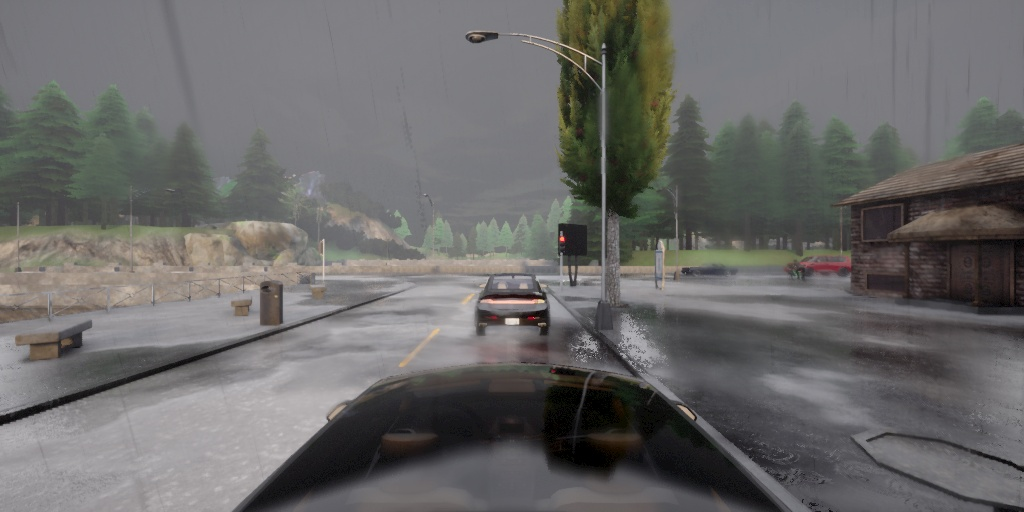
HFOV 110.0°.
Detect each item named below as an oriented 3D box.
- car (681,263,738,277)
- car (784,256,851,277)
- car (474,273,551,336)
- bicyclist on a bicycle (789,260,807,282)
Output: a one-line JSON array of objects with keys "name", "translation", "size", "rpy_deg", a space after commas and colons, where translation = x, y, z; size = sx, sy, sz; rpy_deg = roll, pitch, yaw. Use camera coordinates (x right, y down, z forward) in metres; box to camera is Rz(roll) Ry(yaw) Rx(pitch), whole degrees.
[{"name": "car", "translation": [19.020, 1.351, 34.733], "size": [4.718, 1.301, 1.895], "rpy_deg": [0, 0, 0]}, {"name": "car", "translation": [29.661, 0.973, 34.733], "size": [5.566, 2.045, 2.150], "rpy_deg": [0, 0, 0]}, {"name": "car", "translation": [0.031, 1.241, 10.386], "size": [2.128, 1.511, 4.902], "rpy_deg": [0, 0, 0]}, {"name": "bicyclist on a bicycle", "translation": [20.957, 1.094, 26.330], "size": [0.582, 1.620, 1.656], "rpy_deg": [-1, 0, 0]}]
